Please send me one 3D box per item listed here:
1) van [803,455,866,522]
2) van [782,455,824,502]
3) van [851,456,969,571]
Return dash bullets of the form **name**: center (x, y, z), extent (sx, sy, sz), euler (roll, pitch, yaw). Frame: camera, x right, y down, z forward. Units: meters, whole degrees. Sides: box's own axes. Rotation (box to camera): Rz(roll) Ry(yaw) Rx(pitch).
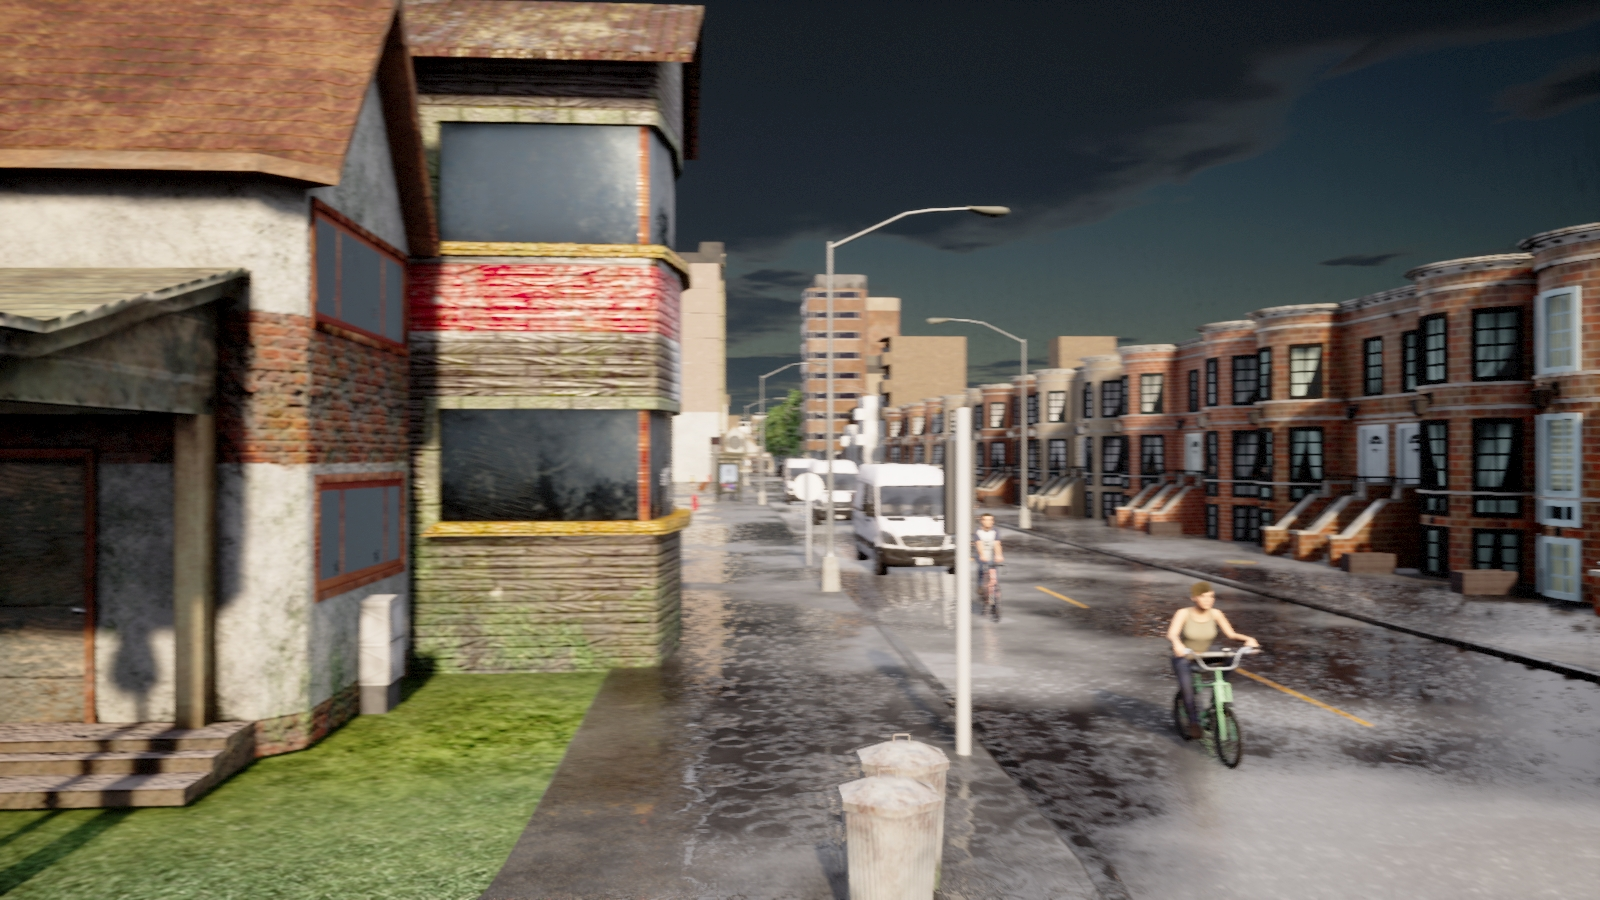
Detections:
- **van**: center (1.343, 1.492, 46.918), extent (1.988, 2.561, 5.915), euler (0, 0, -4)
- **van**: center (0.122, 1.560, 64.895), extent (1.988, 2.561, 5.915), euler (0, 0, -4)
- **van**: center (2.590, 1.421, 28.499), extent (1.988, 2.561, 5.915), euler (0, 0, -4)
